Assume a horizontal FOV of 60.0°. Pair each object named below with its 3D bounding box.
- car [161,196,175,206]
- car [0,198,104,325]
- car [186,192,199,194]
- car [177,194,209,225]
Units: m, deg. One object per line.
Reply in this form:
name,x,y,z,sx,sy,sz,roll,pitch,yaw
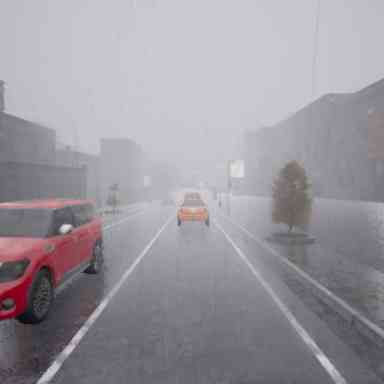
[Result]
car,-3.528,1.350,49.630,1.837,1.490,4.892,0,0,0
car,-3.599,1.199,7.421,2.150,2.045,5.566,0,0,0
car,0.025,1.077,43.009,2.150,2.045,5.566,0,0,0
car,0.087,1.263,23.574,2.097,1.767,4.553,0,0,0
